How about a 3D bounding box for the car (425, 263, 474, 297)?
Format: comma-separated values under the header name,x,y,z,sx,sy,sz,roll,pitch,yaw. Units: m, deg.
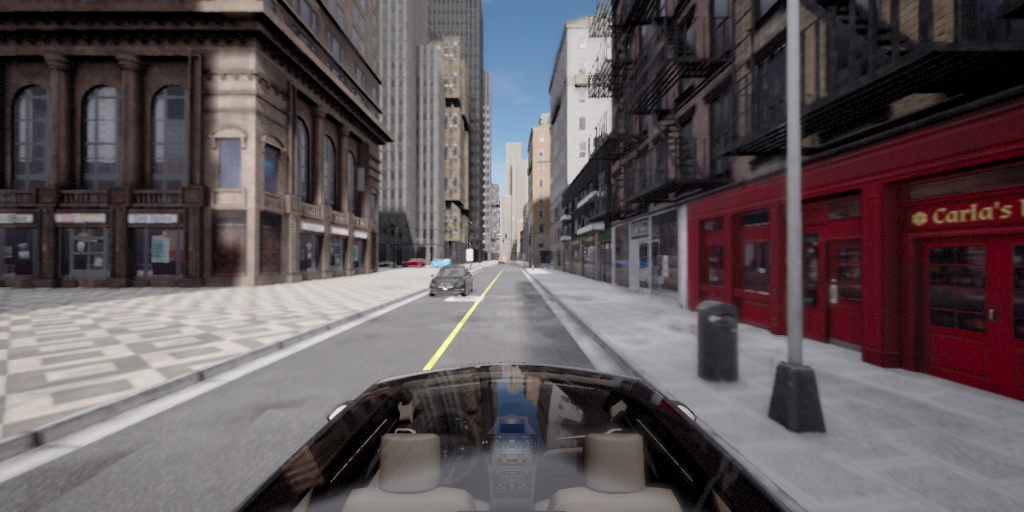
name,x,y,z,sx,sy,sz,roll,pitch,yaw
car,-3.107,1.295,19.116,1.837,1.490,4.892,0,0,0
